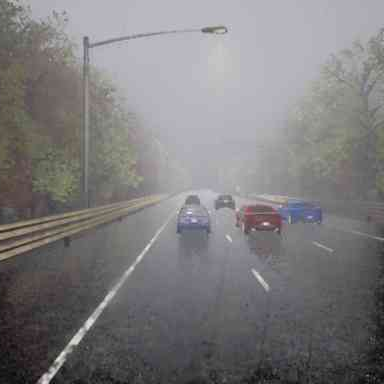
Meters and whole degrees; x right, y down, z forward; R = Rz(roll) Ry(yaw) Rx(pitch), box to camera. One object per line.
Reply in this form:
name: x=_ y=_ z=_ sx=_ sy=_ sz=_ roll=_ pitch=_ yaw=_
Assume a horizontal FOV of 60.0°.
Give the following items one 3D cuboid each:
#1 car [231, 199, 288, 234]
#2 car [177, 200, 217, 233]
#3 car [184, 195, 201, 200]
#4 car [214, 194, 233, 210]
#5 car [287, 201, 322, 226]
car: x=3.596 y=1.376 z=18.707 sx=1.882 sy=1.535 sz=5.008 roll=0 pitch=1 yaw=0
car: x=0.098 y=1.444 z=18.900 sx=2.033 sy=1.411 sz=5.357 roll=0 pitch=1 yaw=0
car: x=0.094 y=1.136 z=42.501 sx=1.837 sy=1.490 sz=4.892 roll=0 pitch=1 yaw=0
car: x=3.594 y=1.039 z=37.539 sx=2.097 sy=1.767 sz=4.553 roll=0 pitch=1 yaw=0
car: x=7.095 y=1.336 z=22.478 sx=1.882 sy=1.535 sz=5.008 roll=0 pitch=1 yaw=0
